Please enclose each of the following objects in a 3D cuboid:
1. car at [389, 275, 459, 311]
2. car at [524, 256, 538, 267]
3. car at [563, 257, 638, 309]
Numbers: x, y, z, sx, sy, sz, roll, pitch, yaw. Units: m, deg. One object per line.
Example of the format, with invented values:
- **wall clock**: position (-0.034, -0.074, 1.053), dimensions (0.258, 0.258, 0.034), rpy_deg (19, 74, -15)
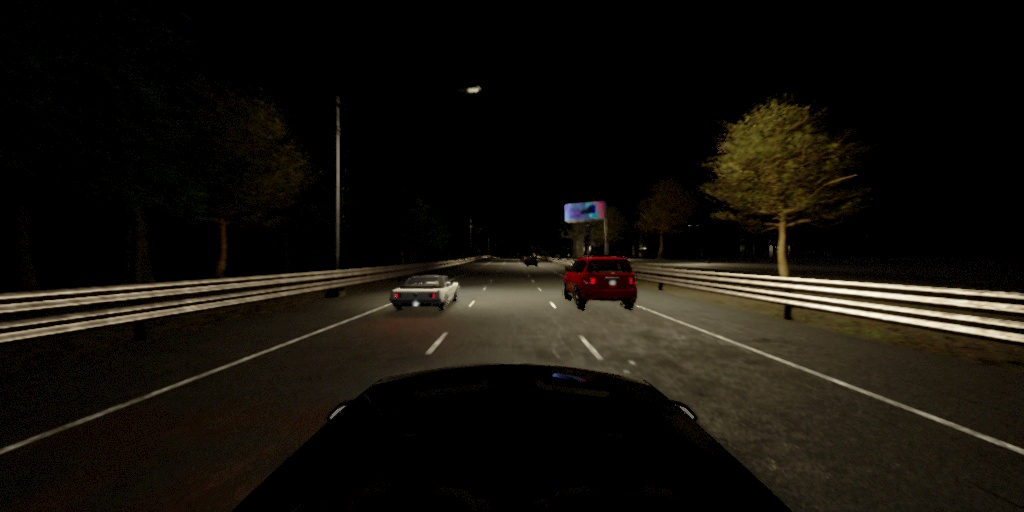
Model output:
- **car**: position (-3.408, 1.435, 14.920), dimensions (1.895, 1.301, 4.718), rpy_deg (0, 0, 0)
- **car**: position (3.474, 1.133, 61.749), dimensions (1.837, 1.490, 4.892), rpy_deg (0, 1, 0)
- **car**: position (3.592, 1.060, 15.491), dimensions (2.150, 2.045, 5.566), rpy_deg (0, 0, 0)
